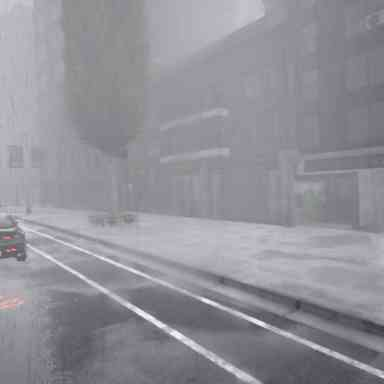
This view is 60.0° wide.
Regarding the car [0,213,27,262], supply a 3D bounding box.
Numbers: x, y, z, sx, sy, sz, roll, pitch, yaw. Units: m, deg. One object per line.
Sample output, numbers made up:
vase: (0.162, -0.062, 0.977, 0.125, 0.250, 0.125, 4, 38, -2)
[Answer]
car: (-6.847, 1.456, 11.043, 1.837, 1.490, 4.892, -2, 2, -37)
